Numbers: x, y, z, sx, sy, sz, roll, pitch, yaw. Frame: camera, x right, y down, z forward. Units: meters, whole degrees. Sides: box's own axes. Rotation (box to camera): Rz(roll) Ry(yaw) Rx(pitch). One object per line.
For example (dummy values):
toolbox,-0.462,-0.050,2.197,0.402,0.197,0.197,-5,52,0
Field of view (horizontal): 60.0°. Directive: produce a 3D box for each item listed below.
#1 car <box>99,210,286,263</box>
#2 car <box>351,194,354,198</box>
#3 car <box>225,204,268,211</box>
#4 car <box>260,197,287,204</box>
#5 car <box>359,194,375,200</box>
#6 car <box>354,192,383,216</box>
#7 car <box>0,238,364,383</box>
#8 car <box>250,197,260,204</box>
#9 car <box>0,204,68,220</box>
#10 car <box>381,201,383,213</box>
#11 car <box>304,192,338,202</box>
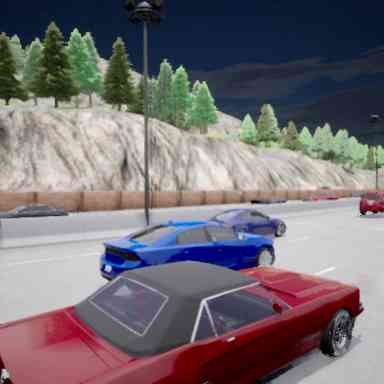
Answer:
car,0.131,1.465,8.664,5.008,1.535,1.882,-1,0,-39
car,41.737,0.802,83.709,4.902,1.511,2.128,-1,0,-45
car,2.448,1.480,15.344,4.674,1.442,1.812,-1,0,-42
car,12.572,1.367,49.997,4.181,1.385,1.994,-1,0,-44
car,41.321,1.054,78.369,4.718,1.301,1.895,-1,0,-45
car,16.437,1.021,28.950,5.566,2.045,2.150,-1,0,-45
car,0.237,1.594,4.225,4.718,1.301,1.895,-1,0,-38
car,11.378,1.409,53.732,4.718,1.301,1.895,-1,0,-44
car,-10.926,1.576,22.366,4.892,1.490,1.837,-1,0,-40
car,14.498,1.393,22.128,4.181,1.385,1.994,-1,0,-44
car,17.953,0.977,45.485,5.566,2.045,2.150,-1,0,-44
